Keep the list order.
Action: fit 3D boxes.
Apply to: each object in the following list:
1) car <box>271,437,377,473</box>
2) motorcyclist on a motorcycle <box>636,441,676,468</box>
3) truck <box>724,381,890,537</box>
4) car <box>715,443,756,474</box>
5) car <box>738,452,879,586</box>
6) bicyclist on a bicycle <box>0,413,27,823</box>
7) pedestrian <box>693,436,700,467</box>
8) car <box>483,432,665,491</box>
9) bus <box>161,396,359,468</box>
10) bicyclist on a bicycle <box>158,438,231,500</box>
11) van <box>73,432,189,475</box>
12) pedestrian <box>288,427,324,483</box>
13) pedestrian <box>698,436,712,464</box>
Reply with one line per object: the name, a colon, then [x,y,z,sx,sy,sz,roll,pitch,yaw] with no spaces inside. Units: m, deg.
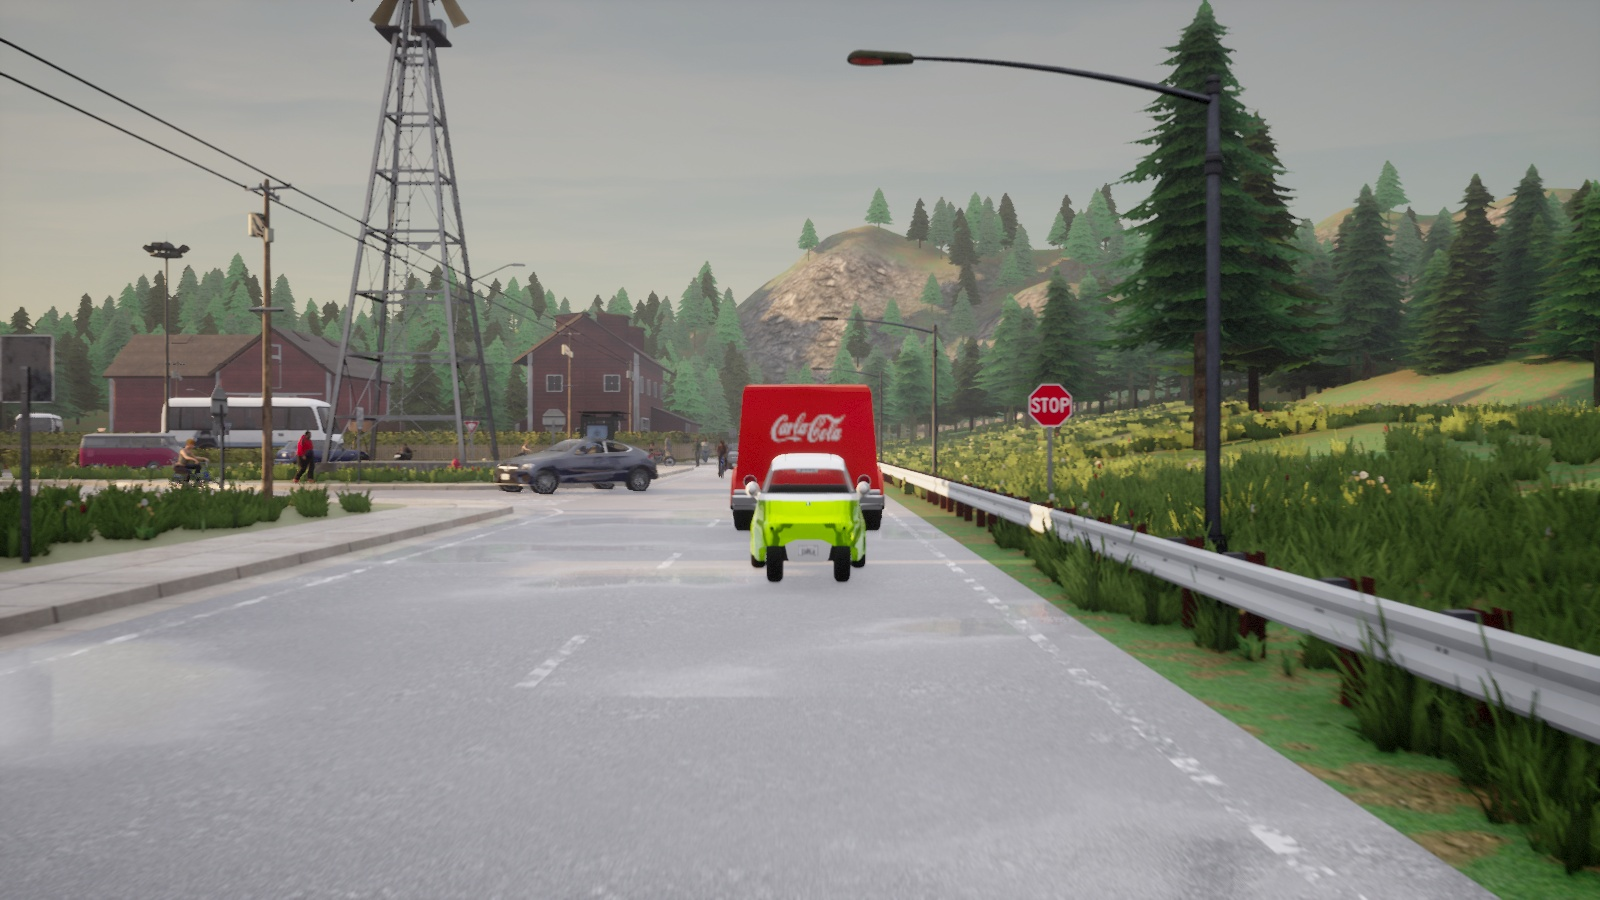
car: [-24.023,0.228,63.532,2.097,1.767,4.553,0,0,42]
motorcyclist on a motorcycle: [-8.715,0.261,76.083,2.350,1.649,0.766,0,0,-1]
truck: [0.136,0.133,22.497,2.627,2.467,5.204,0,0,0]
car: [-3.147,0.408,62.186,1.845,1.501,3.633,0,0,0]
car: [0.093,0.721,14.268,1.481,1.376,2.207,0,1,0]
bicyclist on a bicycle: [-3.461,0.672,4.306,0.582,1.620,1.656,0,1,0]
pedestrian: [-6.231,0.105,75.911,0.353,1.847,0.614,0,0,1]
car: [-6.783,0.305,38.031,5.027,1.651,2.152,0,1,-42]
bus: [-32.528,-1.084,76.026,10.273,4.253,3.944,0,0,0]
bicyclist on a bicycle: [-15.972,0.483,33.147,1.509,1.612,0.866,0,0,-1]
van: [-31.410,0.141,59.047,4.442,1.987,1.775,0,0,-7]
pedestrian: [-16.331,0.155,41.536,0.899,1.844,0.634,0,0,17]
pedestrian: [-6.404,0.009,84.771,0.874,1.855,0.900,0,0,-3]
